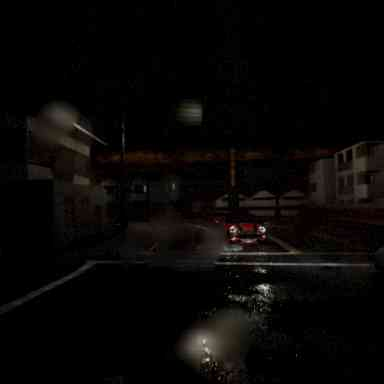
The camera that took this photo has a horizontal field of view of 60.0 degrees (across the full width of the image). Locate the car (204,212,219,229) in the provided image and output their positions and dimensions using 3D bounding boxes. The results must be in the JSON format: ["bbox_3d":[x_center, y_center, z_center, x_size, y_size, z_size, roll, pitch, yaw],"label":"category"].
[{"bbox_3d":[2.349,2.534,30.482,1.812,1.442,4.674,-1,-2,-11],"label":"car"}]

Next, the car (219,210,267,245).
[{"bbox_3d":[3.004,2.046,19.659,2.097,1.767,4.553,-1,-2,1],"label":"car"}]

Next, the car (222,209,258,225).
[{"bbox_3d":[4.973,2.594,35.274,1.882,1.535,5.008,0,-2,-15],"label":"car"}]

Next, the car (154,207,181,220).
[{"bbox_3d":[-3.347,2.858,45.024,2.097,1.767,4.553,1,-3,-33],"label":"car"}]

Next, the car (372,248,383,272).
[{"bbox_3d":[7.787,1.922,9.309,4.718,1.301,1.895,-4,-4,44],"label":"car"}]
